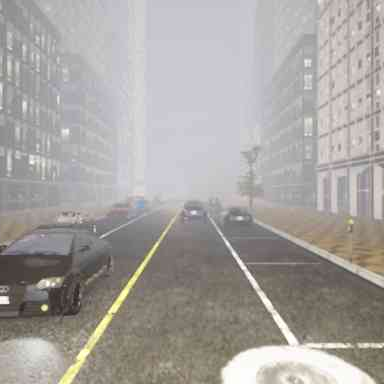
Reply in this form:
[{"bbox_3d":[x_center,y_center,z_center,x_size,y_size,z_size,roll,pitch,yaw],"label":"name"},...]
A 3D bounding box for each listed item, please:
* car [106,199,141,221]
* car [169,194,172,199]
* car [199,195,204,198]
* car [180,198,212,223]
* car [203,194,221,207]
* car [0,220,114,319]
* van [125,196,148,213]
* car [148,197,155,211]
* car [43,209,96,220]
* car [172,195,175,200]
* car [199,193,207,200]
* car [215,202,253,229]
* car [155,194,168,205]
[{"bbox_3d":[-5.642,1.487,26.721,1.887,1.381,4.507,0,0,0],"label":"car"},{"bbox_3d":[-5.576,1.407,66.566,1.947,1.339,4.313,0,0,0],"label":"car"},{"bbox_3d":[0.168,1.471,41.045,1.994,1.385,4.181,0,0,0],"label":"car"},{"bbox_3d":[0.142,1.449,24.956,2.163,1.488,4.792,0,0,0],"label":"car"},{"bbox_3d":[2.767,1.340,43.768,1.967,1.590,4.097,0,0,0],"label":"car"},{"bbox_3d":[-3.083,1.549,7.343,1.994,1.385,4.181,0,0,0],"label":"car"},{"bbox_3d":[-5.632,1.270,32.413,1.690,1.788,3.998,0,0,0],"label":"van"},{"bbox_3d":[-5.623,1.497,38.106,1.802,1.307,4.206,0,0,0],"label":"car"},{"bbox_3d":[-5.661,1.519,15.336,2.008,1.369,4.403,0,0,0],"label":"car"},{"bbox_3d":[-5.539,1.303,89.164,1.752,1.417,4.829,0,0,0],"label":"car"},{"bbox_3d":[2.843,1.217,89.304,1.967,1.590,4.097,0,0,0],"label":"car"},{"bbox_3d":[2.729,1.521,21.002,1.947,1.339,4.313,0,0,0],"label":"car"},{"bbox_3d":[-5.595,1.312,55.181,1.967,1.590,4.097,0,0,0],"label":"car"}]
